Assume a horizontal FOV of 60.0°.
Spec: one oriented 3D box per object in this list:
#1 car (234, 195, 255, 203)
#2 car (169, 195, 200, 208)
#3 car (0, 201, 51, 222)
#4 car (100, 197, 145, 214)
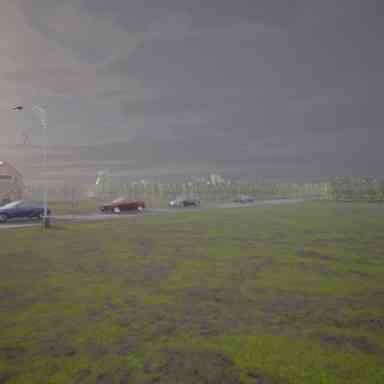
[{"bbox_3d":[8.559,1.137,54.057,1.994,1.385,4.181,0,0,37],"label":"car"},{"bbox_3d":[-0.909,1.192,41.520,2.128,1.511,4.902,0,0,37],"label":"car"},{"bbox_3d":[-13.068,1.408,25.185,1.812,1.442,4.674,0,0,36],"label":"car"},{"bbox_3d":[-6.936,1.268,33.456,1.882,1.535,5.008,0,0,37],"label":"car"}]
